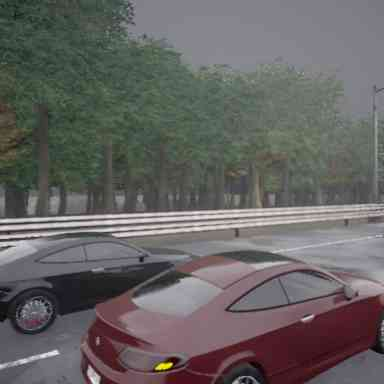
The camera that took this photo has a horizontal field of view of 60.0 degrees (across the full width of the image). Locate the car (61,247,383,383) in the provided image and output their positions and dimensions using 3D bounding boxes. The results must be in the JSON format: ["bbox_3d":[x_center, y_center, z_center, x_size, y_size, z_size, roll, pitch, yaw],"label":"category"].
[{"bbox_3d":[0.957,1.530,4.430,4.674,1.442,1.812,0,0,-36],"label":"car"}]

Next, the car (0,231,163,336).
[{"bbox_3d":[-1.928,1.529,6.670,4.674,1.442,1.812,0,0,-35],"label":"car"}]
